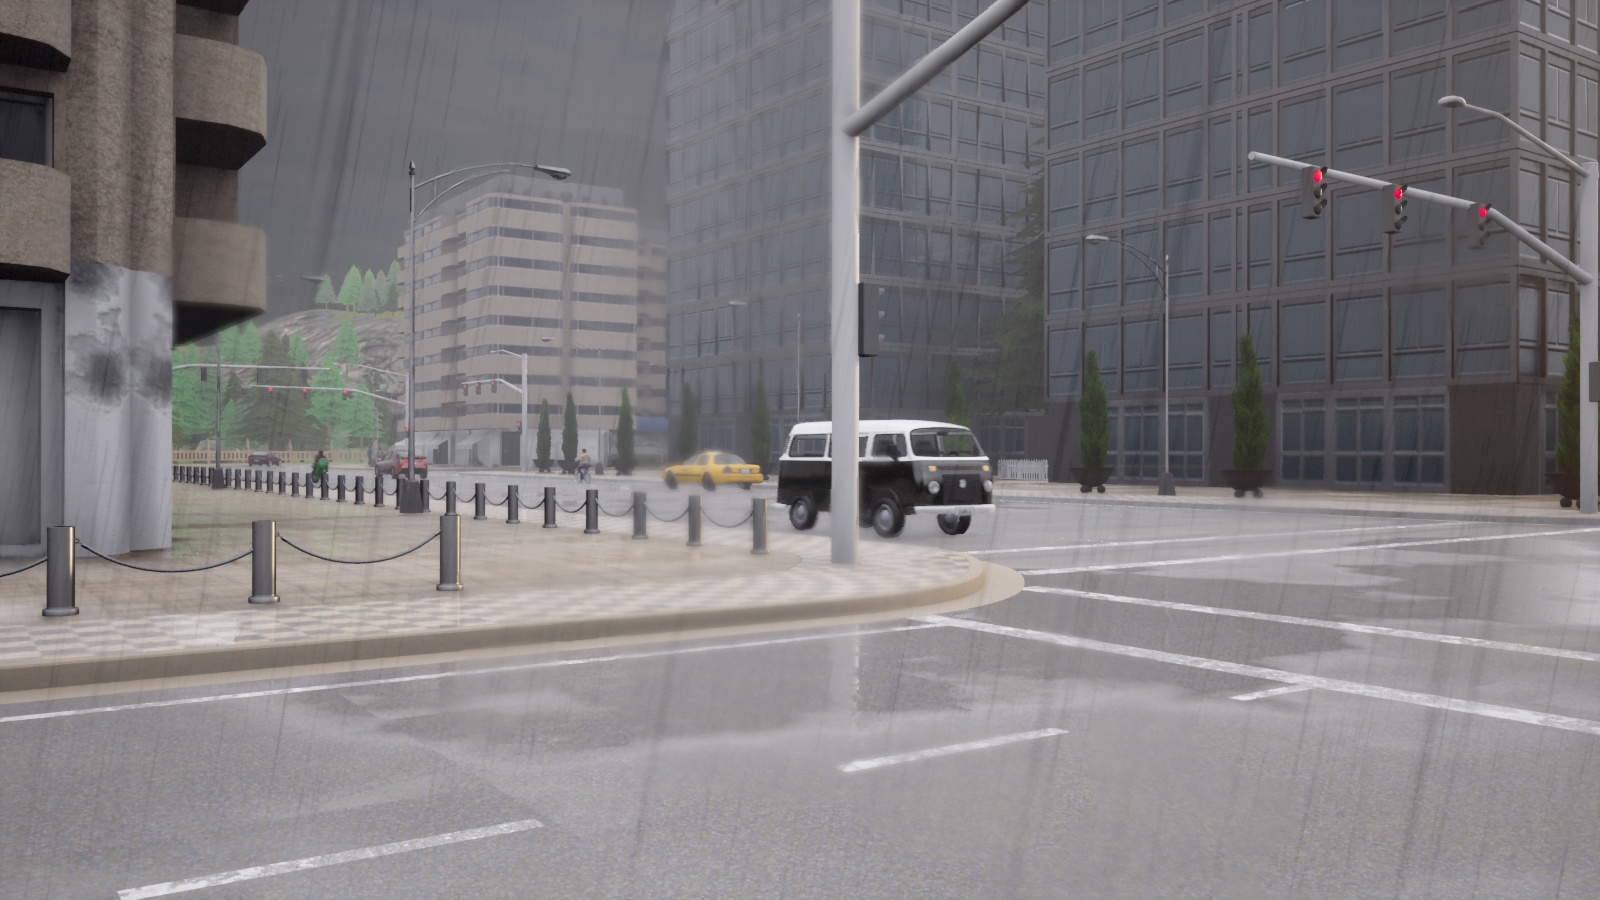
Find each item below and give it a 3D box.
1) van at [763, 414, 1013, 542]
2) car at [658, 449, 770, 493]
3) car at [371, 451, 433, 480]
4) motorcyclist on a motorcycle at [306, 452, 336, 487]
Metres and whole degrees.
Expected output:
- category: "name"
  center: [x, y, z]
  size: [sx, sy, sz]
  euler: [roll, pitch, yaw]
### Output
- category: "van"
  center: [1.442, 0.468, 22.424]
  size: [2.069, 2.038, 4.480]
  euler: [0, -1, -35]
- category: "car"
  center: [-3.372, 0.753, 47.909]
  size: [1.801, 1.575, 5.366]
  euler: [0, 0, -34]
- category: "car"
  center: [-21.780, 0.850, 68.660]
  size: [2.007, 1.525, 4.514]
  euler: [0, 0, -34]
- category: "motorcyclist on a motorcycle"
  center: [-21.065, 0.851, 55.200]
  size: [0.797, 1.523, 2.044]
  euler: [0, 0, -34]
